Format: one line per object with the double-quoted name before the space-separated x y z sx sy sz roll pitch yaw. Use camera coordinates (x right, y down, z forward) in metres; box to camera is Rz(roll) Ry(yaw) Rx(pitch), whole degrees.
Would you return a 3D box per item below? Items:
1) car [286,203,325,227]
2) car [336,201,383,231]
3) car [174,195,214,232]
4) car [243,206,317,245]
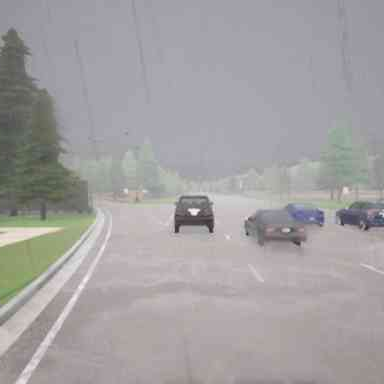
"car" 7.113 1.437 22.179 1.882 1.535 5.008 0 0 0
"car" 10.613 1.316 20.319 2.097 1.767 4.553 0 0 0
"car" 0.112 1.185 19.776 2.150 2.045 5.566 0 0 0
"car" 3.610 1.520 15.259 2.033 1.411 5.357 0 0 0
